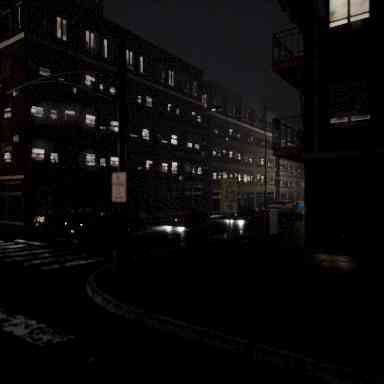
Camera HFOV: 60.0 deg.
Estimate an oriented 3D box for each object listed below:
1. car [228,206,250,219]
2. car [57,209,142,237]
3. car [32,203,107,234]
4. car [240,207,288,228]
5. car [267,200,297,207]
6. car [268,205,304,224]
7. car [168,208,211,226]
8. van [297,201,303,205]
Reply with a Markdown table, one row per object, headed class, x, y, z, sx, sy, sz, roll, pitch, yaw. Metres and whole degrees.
| class | x | y | z | sx | sy | sz | roll | pitch | yaw |
| --- | --- | --- | --- | --- | --- | --- | --- | --- | --- |
| car | 5.591 | 2.222 | 35.916 | 1.994 | 1.385 | 4.181 | 0 | -1 | 34 |
| car | -5.363 | 1.910 | 20.269 | 1.895 | 1.301 | 4.718 | 0 | -1 | 36 |
| car | -7.625 | 1.634 | 21.552 | 2.192 | 1.841 | 5.009 | -2 | -2 | 35 |
| car | 5.766 | 2.064 | 26.128 | 1.802 | 1.307 | 4.206 | -2 | -2 | 35 |
| car | 11.768 | 2.076 | 44.661 | 2.150 | 2.045 | 5.566 | 0 | -1 | 35 |
| car | 9.023 | 2.137 | 30.788 | 2.008 | 1.369 | 4.403 | -2 | -2 | 35 |
| car | -0.123 | 2.039 | 27.742 | 1.994 | 1.385 | 4.181 | 0 | -1 | 34 |
| van | 18.429 | 2.494 | 58.817 | 1.690 | 1.788 | 3.998 | -2 | -2 | 35 |
